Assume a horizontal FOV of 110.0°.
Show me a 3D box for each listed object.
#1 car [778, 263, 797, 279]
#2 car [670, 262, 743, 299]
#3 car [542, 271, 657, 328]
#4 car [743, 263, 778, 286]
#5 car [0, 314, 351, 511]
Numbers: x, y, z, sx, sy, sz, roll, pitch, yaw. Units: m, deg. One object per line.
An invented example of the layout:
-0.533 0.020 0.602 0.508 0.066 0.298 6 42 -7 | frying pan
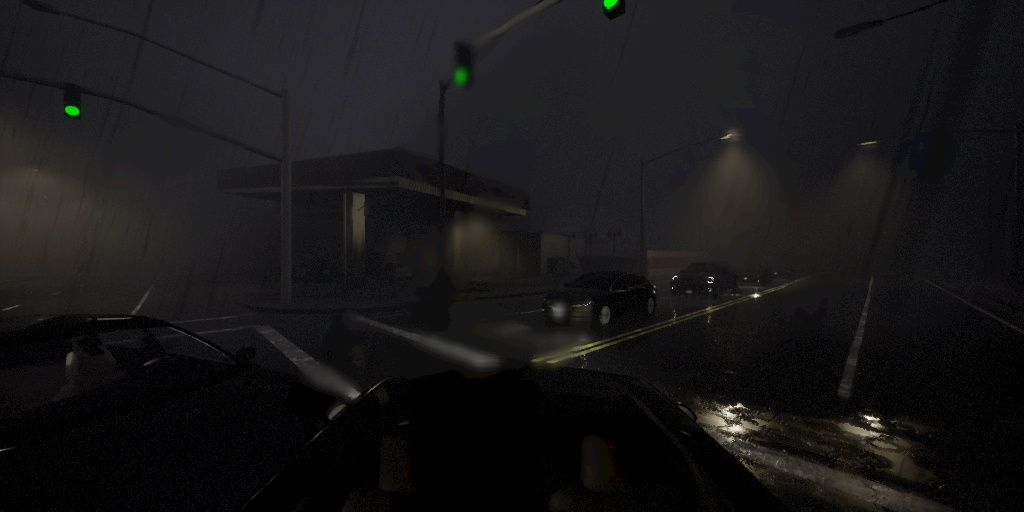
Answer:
24.092 1.314 32.185 4.181 1.385 1.994 0 0 -44 | car
9.897 1.102 18.358 4.553 1.767 2.097 0 0 -44 | car
2.993 1.255 11.579 4.892 1.490 1.837 0 0 -45 | car
16.890 1.314 25.201 1.994 1.385 4.181 0 0 45 | car
-3.396 1.242 2.622 4.902 1.511 2.128 0 0 15 | car
